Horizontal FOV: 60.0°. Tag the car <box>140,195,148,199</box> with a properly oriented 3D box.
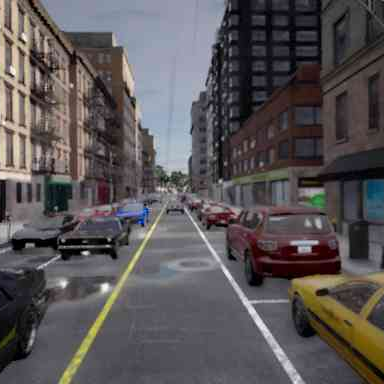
[{"bbox_3d":[-7.967,1.559,48.536,1.947,1.339,4.313,-1,0,-3],"label":"car"}]

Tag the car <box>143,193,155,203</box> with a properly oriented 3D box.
[{"bbox_3d":[-9.205,1.269,71.216,2.192,1.841,5.009,-1,0,-3],"label":"car"}]

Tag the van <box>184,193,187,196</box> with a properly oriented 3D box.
[{"bbox_3d":[0.051,1.235,48.967,1.690,1.788,3.998,-1,0,-3],"label":"van"}]

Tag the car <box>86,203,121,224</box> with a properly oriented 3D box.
[{"bbox_3d":[-6.732,1.611,25.857,1.802,1.307,4.206,-1,0,-3],"label":"car"}]

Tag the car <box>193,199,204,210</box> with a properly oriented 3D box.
[{"bbox_3d":[1.285,1.511,26.285,1.802,1.307,4.206,-1,0,-3],"label":"car"}]

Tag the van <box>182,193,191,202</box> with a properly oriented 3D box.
[{"bbox_3d":[-1.181,1.196,71.649,1.690,1.788,3.998,-1,0,-3],"label":"van"}]

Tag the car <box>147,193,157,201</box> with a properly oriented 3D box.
[{"bbox_3d":[-9.823,1.248,82.555,2.192,1.841,5.009,-1,0,-3],"label":"car"}]

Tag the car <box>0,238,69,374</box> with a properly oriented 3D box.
[{"bbox_3d":[-2.990,1.578,3.173,2.033,1.411,5.357,-1,0,-6],"label":"car"}]

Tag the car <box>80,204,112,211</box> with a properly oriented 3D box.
[{"bbox_3d":[-6.424,1.582,20.186,1.887,1.381,4.507,-1,0,-3],"label":"car"}]

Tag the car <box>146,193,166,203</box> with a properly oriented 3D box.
[{"bbox_3d":[-5.419,1.228,50.296,1.994,1.385,4.181,-1,0,-3],"label":"car"}]

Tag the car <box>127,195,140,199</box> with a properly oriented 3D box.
[{"bbox_3d":[-7.351,1.451,37.196,1.967,1.590,4.097,-1,0,-3],"label":"car"}]

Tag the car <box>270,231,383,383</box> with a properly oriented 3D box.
[{"bbox_3d":[2.507,1.487,3.772,1.752,1.417,4.829,-1,0,-3],"label":"car"}]

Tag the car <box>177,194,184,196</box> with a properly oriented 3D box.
[{"bbox_3d":[-2.537,1.451,48.879,1.812,1.442,4.674,-1,0,-3],"label":"car"}]

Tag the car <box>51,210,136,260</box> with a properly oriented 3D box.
[{"bbox_3d":[-3.473,1.618,12.707,1.895,1.301,4.718,-1,0,-3],"label":"car"}]

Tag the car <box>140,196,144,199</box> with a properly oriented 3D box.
[{"bbox_3d":[-7.658,1.584,42.867,1.802,1.307,4.206,-1,0,-3],"label":"car"}]

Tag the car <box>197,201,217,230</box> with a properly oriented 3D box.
[{"bbox_3d":[1.592,1.483,20.615,1.887,1.381,4.507,-1,0,-3],"label":"car"}]

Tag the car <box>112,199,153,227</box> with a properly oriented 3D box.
[{"bbox_3d":[-4.008,1.480,22.833,1.882,1.535,5.008,-1,0,-3],"label":"car"}]

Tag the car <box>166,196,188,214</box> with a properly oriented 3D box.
[{"bbox_3d":[-1.769,1.495,35.005,2.033,1.411,5.357,-1,0,-3],"label":"car"}]

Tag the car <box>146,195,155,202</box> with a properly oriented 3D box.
[{"bbox_3d":[-9.503,1.470,76.715,1.752,1.417,4.829,-1,0,-3],"label":"car"}]

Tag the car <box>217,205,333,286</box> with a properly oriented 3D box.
[{"bbox_3d":[2.206,1.269,9.273,2.192,1.841,5.009,-1,0,-3],"label":"car"}]

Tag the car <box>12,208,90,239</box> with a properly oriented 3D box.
[{"bbox_3d":[-6.115,1.611,14.517,1.947,1.339,4.313,-1,0,-3],"label":"car"}]

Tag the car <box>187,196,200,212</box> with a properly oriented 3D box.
[{"bbox_3d":[0.669,1.456,37.627,1.887,1.381,4.507,-1,0,-3],"label":"car"}]

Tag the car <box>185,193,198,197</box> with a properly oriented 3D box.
[{"bbox_3d":[0.360,1.343,43.297,1.967,1.590,4.097,-1,0,-3],"label":"car"}]
